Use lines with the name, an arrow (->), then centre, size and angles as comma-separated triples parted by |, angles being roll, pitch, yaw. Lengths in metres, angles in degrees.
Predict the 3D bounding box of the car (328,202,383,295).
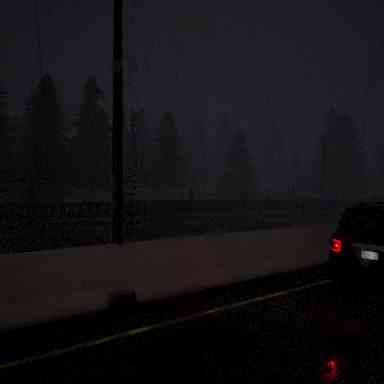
car -> 5.413, 1.244, 7.643 | 5.566, 2.045, 2.150 | 0, 0, -36
